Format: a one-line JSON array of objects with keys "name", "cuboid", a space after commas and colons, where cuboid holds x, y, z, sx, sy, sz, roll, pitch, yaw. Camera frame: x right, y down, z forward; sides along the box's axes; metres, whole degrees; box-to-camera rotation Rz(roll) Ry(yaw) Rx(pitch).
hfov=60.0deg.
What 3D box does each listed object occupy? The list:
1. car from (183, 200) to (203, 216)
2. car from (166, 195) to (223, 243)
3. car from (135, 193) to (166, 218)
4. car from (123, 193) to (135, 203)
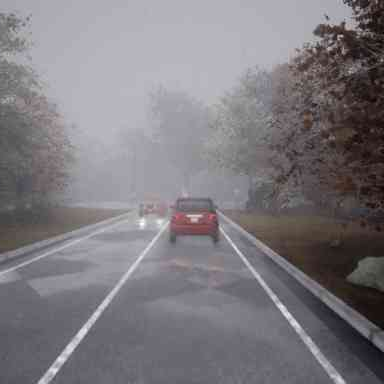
[{"name": "car", "cuboid": [0.100, 1.578, 33.895, 1.994, 1.385, 4.181, 0, 0, 0]}, {"name": "car", "cuboid": [0.098, 1.229, 16.317, 2.150, 2.045, 5.566, 0, 0, 0]}, {"name": "car", "cuboid": [-3.559, 1.236, 31.180, 2.150, 2.045, 5.566, 0, 0, 1]}, {"name": "car", "cuboid": [-12.055, 1.254, 71.459, 5.566, 2.045, 2.150, 0, 0, -43]}]
